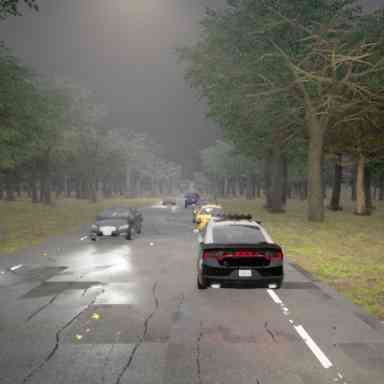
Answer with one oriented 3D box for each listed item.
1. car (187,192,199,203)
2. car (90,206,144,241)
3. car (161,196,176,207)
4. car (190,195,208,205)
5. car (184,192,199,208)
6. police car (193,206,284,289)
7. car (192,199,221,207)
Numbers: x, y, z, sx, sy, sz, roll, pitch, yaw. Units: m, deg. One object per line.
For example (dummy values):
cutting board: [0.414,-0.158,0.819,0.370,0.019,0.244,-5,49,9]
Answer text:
car: [0.134,1.010,64.143,2.150,2.045,5.566,0,0,0]
car: [-3.566,1.473,16.462,2.128,1.511,4.902,0,0,0]
car: [-3.396,1.390,50.050,1.812,1.442,4.674,0,0,0]
car: [1.102,1.313,25.110,2.097,1.767,4.553,0,0,0]
car: [0.110,1.106,45.873,2.150,2.045,5.566,0,0,0]
police car: [1.069,1.418,9.246,1.930,1.638,5.238,0,0,0]
car: [1.090,1.431,19.328,1.801,1.575,5.366,0,0,0]
